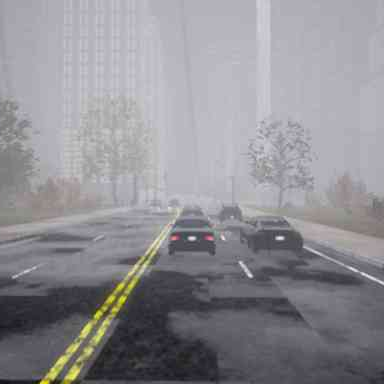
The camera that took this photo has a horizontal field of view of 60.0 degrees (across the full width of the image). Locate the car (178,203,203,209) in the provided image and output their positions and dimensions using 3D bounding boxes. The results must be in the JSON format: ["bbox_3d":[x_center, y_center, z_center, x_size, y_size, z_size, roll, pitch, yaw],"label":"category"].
[{"bbox_3d":[0.008,1.826,29.267,1.994,1.385,4.181,0,0,0],"label":"car"}]

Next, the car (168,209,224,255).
[{"bbox_3d":[0.003,1.676,13.972,2.033,1.411,5.357,0,0,0],"label":"car"}]

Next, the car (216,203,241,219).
[{"bbox_3d":[3.258,1.770,29.283,1.837,1.490,4.892,0,0,0],"label":"car"}]

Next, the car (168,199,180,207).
[{"bbox_3d":[-3.245,2.031,61.440,1.837,1.490,4.892,0,-1,0],"label":"car"}]

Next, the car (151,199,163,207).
[{"bbox_3d":[-6.492,2.068,61.759,2.033,1.411,5.357,0,0,0],"label":"car"}]

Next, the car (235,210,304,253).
[{"bbox_3d":[3.256,1.696,14.299,1.994,1.385,4.181,0,0,0],"label":"car"}]
